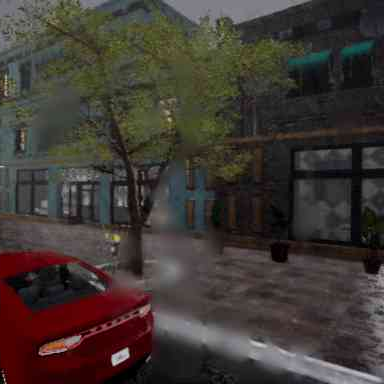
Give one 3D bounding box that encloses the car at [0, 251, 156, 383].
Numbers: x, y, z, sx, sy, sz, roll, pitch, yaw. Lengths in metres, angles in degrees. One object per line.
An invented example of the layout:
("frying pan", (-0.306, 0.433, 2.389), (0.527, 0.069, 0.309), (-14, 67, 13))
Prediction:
("car", (-2.542, 1.529, 4.679), (4.507, 1.381, 1.887), (0, 1, 36))
